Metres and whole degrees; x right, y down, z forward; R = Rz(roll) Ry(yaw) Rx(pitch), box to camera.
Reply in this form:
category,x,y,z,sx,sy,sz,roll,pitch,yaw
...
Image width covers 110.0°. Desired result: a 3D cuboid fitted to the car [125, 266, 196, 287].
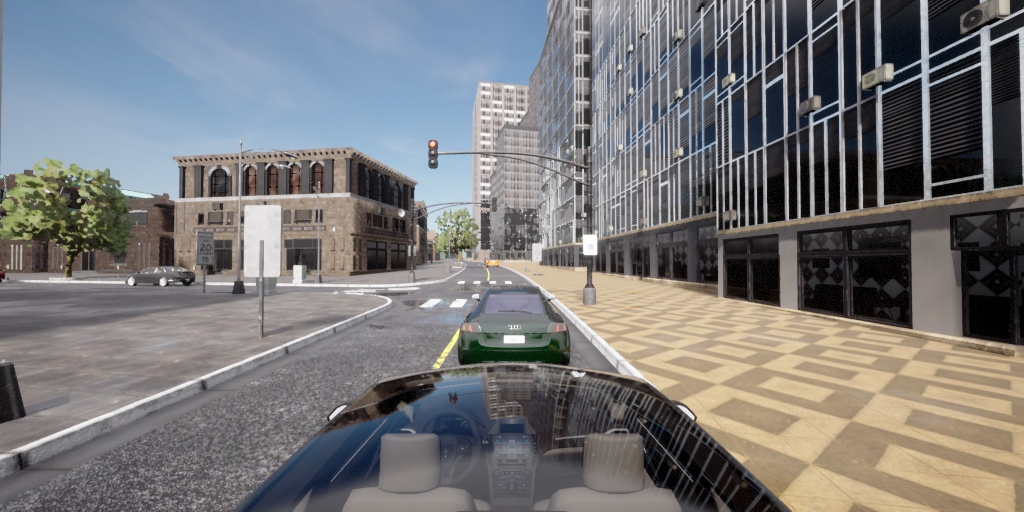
category,x,y,z,sx,sy,sz,roll,pitch,yaw
car,-24.214,1.379,24.710,4.403,1.370,2.007,0,0,9

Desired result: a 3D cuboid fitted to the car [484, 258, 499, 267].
category,x,y,z,sx,sy,sz,roll,pitch,yaw
car,-3.560,1.096,64.696,2.097,1.767,4.553,0,0,-7

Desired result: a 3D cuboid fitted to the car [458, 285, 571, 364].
category,x,y,z,sx,sy,sz,roll,pitch,yaw
car,0.039,1.315,7.799,1.994,1.385,4.181,0,0,0

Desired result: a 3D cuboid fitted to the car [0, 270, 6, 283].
category,x,y,z,sx,sy,sz,roll,pitch,yaw
car,-41.453,1.380,27.465,4.507,1.381,1.888,0,0,9
